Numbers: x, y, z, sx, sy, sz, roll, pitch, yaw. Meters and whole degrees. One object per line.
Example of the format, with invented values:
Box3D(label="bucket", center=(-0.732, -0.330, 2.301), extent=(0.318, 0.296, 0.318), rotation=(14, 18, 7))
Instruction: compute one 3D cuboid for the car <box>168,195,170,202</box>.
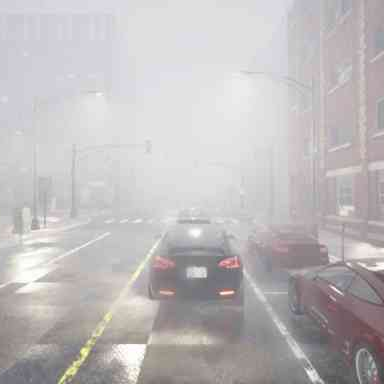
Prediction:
Box3D(label="car", center=(-5.785, 1.592, 65.264), extent=(1.802, 1.307, 4.206), rotation=(1, 0, 0))

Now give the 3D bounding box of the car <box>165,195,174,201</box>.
Box3D(label="car", center=(-5.821, 1.568, 87.873), extent=(2.008, 1.369, 4.403), rotation=(1, 0, 0))

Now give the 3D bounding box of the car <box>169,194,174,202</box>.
Box3D(label="car", center=(-5.804, 1.595, 76.568), extent=(1.802, 1.307, 4.206), rotation=(1, 0, 0))

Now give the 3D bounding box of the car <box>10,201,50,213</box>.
Box3D(label="car", center=(-18.774, 1.724, 38.681), extent=(4.313, 1.339, 1.947), rotation=(0, -1, 0))

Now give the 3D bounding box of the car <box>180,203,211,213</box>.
Box3D(label="car", center=(0.072, 1.549, 17.648), extent=(2.033, 1.411, 5.357), rotation=(0, 0, -1))

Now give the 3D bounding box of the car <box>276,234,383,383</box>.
Box3D(label="car", center=(2.660, 1.583, 4.677), extent=(1.802, 1.307, 4.206), rotation=(1, 0, 0))

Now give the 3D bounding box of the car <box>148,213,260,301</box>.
Box3D(label="car", center=(0.086, 1.505, 8.376), extent=(2.163, 1.488, 4.792), rotation=(0, 0, 0))

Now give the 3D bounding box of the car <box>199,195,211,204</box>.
Box3D(label="car", center=(2.604, 1.534, 59.756), extent=(1.752, 1.417, 4.829), rotation=(1, 0, 0))

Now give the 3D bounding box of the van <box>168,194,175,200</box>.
Box3D(label="van", center=(-5.827, 1.361, 93.526), extent=(1.690, 1.788, 3.998), rotation=(1, 0, 0))

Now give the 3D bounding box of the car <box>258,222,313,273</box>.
Box3D(label="car", center=(2.820, 1.583, 10.333), extent=(1.802, 1.307, 4.206), rotation=(1, 0, 0))

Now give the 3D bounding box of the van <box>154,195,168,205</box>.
Box3D(label="van", center=(-5.773, 1.350, 59.612), extent=(1.690, 1.788, 3.998), rotation=(1, 0, 0))

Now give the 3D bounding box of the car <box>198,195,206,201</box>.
Box3D(label="car", center=(2.558, 1.583, 87.848), extent=(1.947, 1.339, 4.313), rotation=(1, 0, 0))
